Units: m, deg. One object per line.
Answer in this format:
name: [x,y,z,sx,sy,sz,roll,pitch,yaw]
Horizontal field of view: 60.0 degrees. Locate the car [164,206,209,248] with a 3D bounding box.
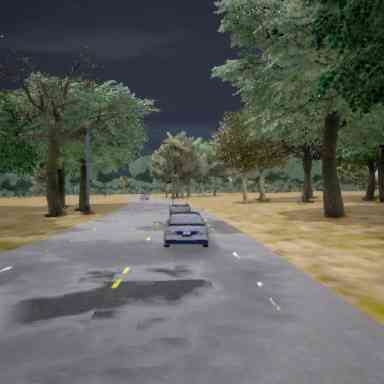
car: [-0.285,1.555,14.762,2.033,1.411,5.357,0,0,-2]

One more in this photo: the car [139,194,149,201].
car: [-10.893,1.326,75.898,1.837,1.490,4.892,0,0,-11]

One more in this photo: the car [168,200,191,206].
car: [-1.136,1.470,29.805,2.128,1.511,4.902,0,0,-4]
